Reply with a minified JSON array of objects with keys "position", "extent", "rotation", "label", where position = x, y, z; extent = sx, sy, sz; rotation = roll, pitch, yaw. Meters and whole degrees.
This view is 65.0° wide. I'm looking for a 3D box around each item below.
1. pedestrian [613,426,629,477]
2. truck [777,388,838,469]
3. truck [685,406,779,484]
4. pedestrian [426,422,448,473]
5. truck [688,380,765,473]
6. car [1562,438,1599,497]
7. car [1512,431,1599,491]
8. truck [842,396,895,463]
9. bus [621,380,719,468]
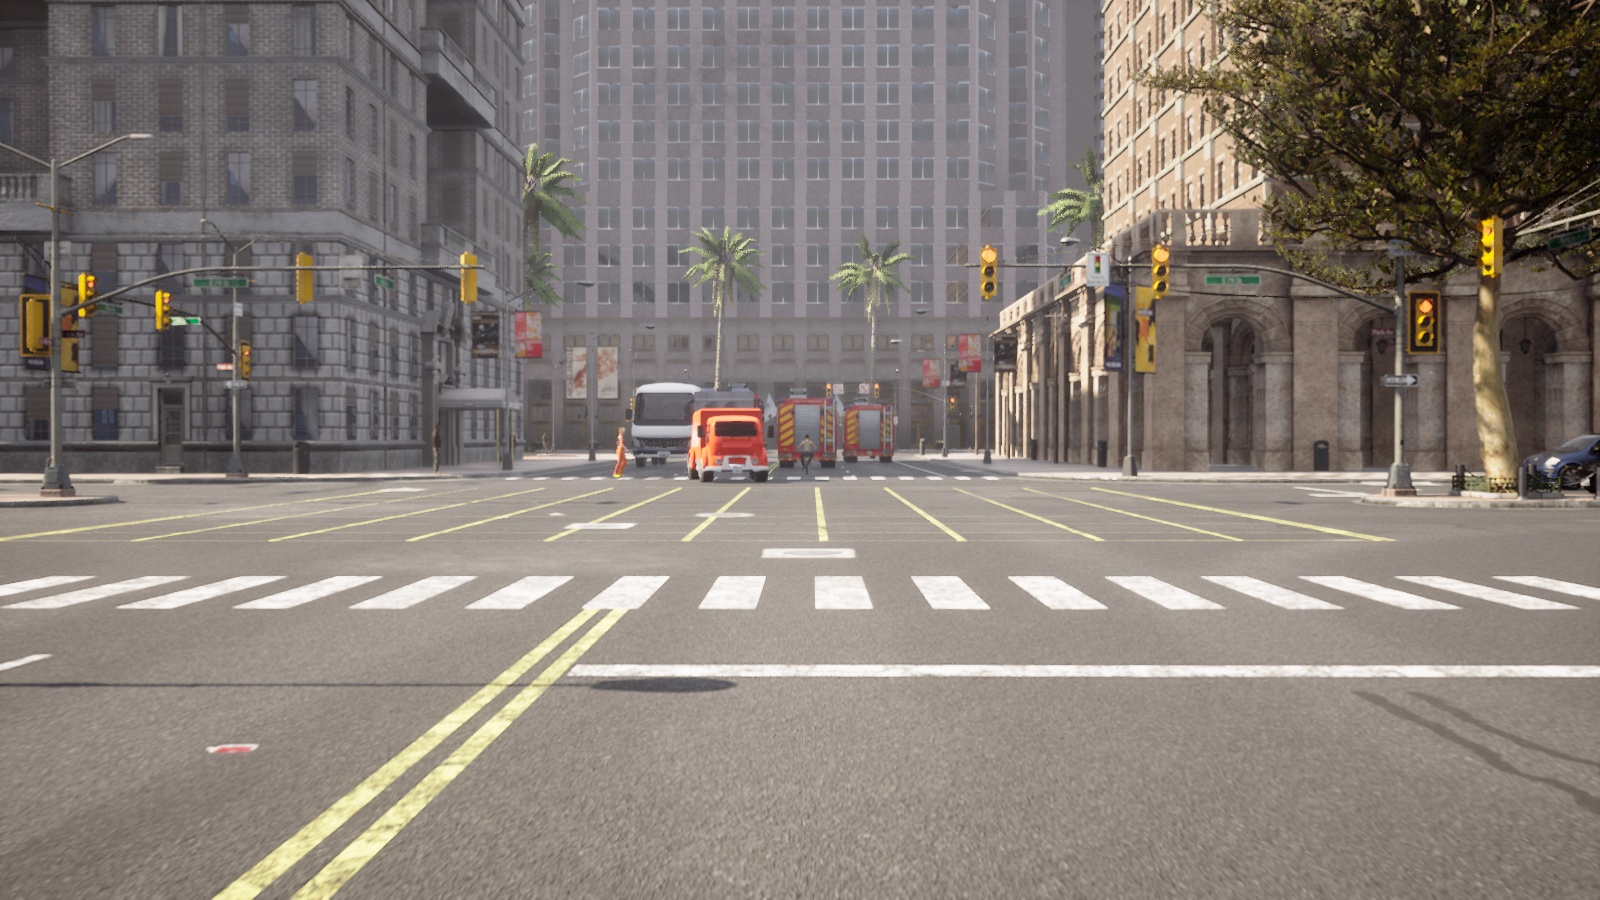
[{"position":[-6.475,0.048,45.454],"extent":[0.594,1.836,0.345],"rotation":[0,1,-7],"label":"pedestrian"},{"position":[0.377,-1.083,63.645],"extent":[2.891,3.827,8.468],"rotation":[0,1,0],"label":"truck"},{"position":[-2.404,-0.182,42.598],"extent":[2.627,2.467,5.204],"rotation":[0,0,-9],"label":"truck"},{"position":[-13.178,-0.084,45.618],"extent":[0.703,1.840,0.431],"rotation":[0,1,-5],"label":"pedestrian"},{"position":[-3.172,-1.007,56.168],"extent":[2.891,3.827,8.468],"rotation":[0,1,0],"label":"truck"},{"position":[22.360,0.431,31.779],"extent":[4.792,1.488,2.163],"rotation":[0,1,2],"label":"car"},{"position":[22.553,0.293,35.308],"extent":[3.988,1.617,1.851],"rotation":[0,1,1],"label":"car"},{"position":[4.068,-1.213,76.417],"extent":[2.891,3.827,8.468],"rotation":[0,1,1],"label":"truck"},{"position":[-6.599,-1.321,65.670],"extent":[3.944,4.253,10.273],"rotation":[0,1,1],"label":"bus"}]
